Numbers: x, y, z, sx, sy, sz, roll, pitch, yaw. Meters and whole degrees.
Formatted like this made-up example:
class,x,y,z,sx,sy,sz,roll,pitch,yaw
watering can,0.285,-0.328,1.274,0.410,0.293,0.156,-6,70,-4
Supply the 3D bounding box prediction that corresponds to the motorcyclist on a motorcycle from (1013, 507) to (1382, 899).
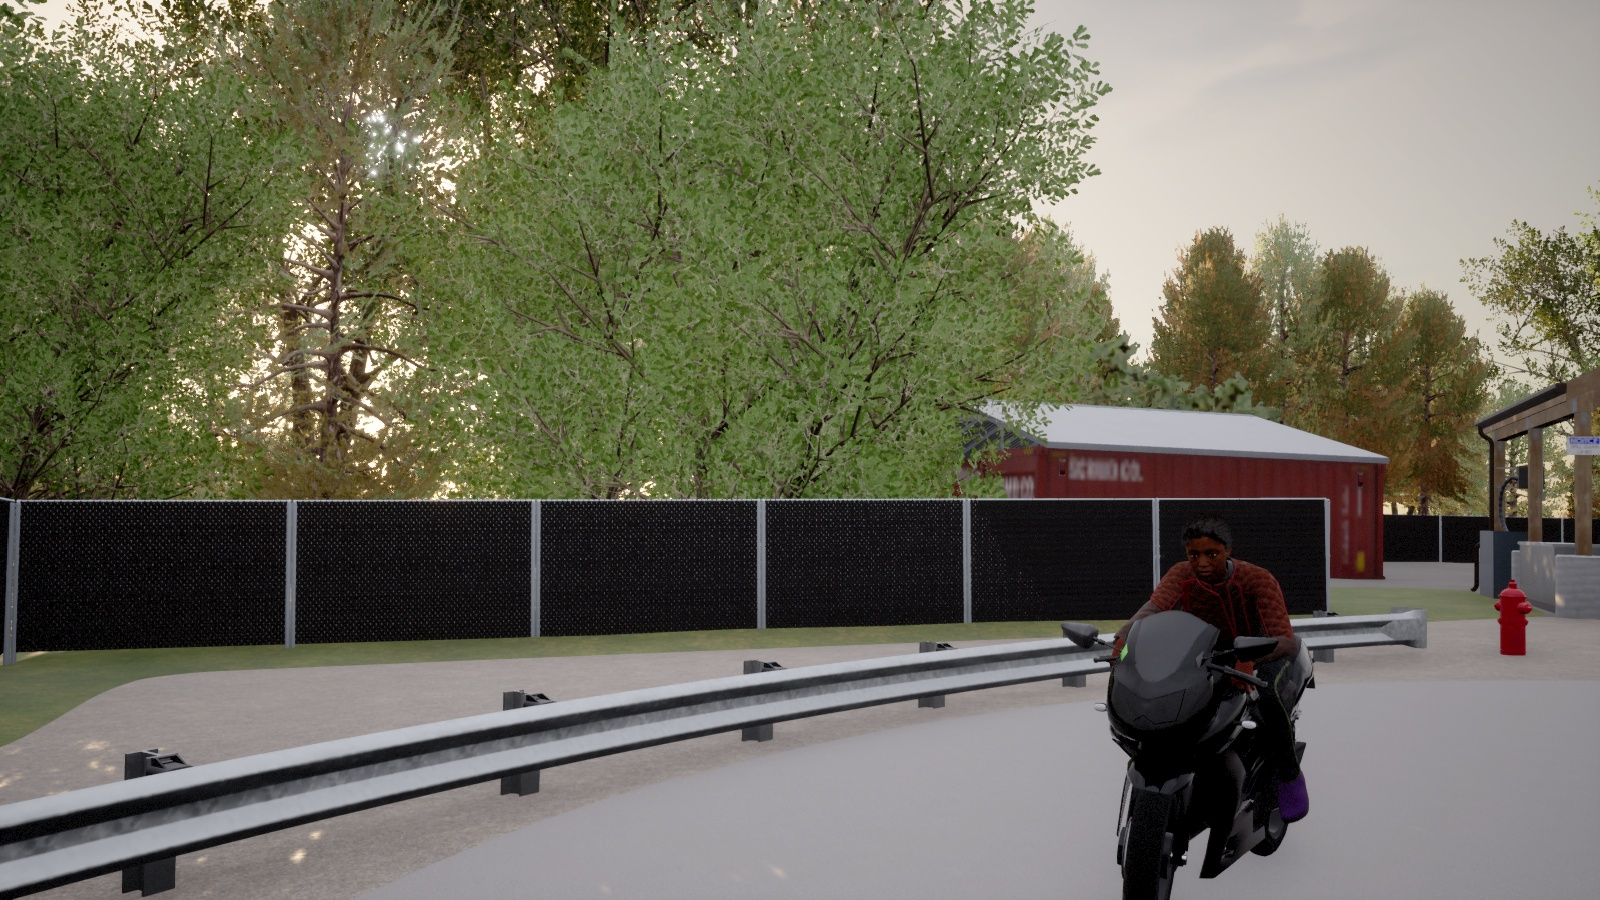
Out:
class,x,y,z,sx,sy,sz,roll,pitch,yaw
motorcyclist on a motorcycle,1.675,0.996,5.020,0.797,1.523,2.044,-1,-3,36
